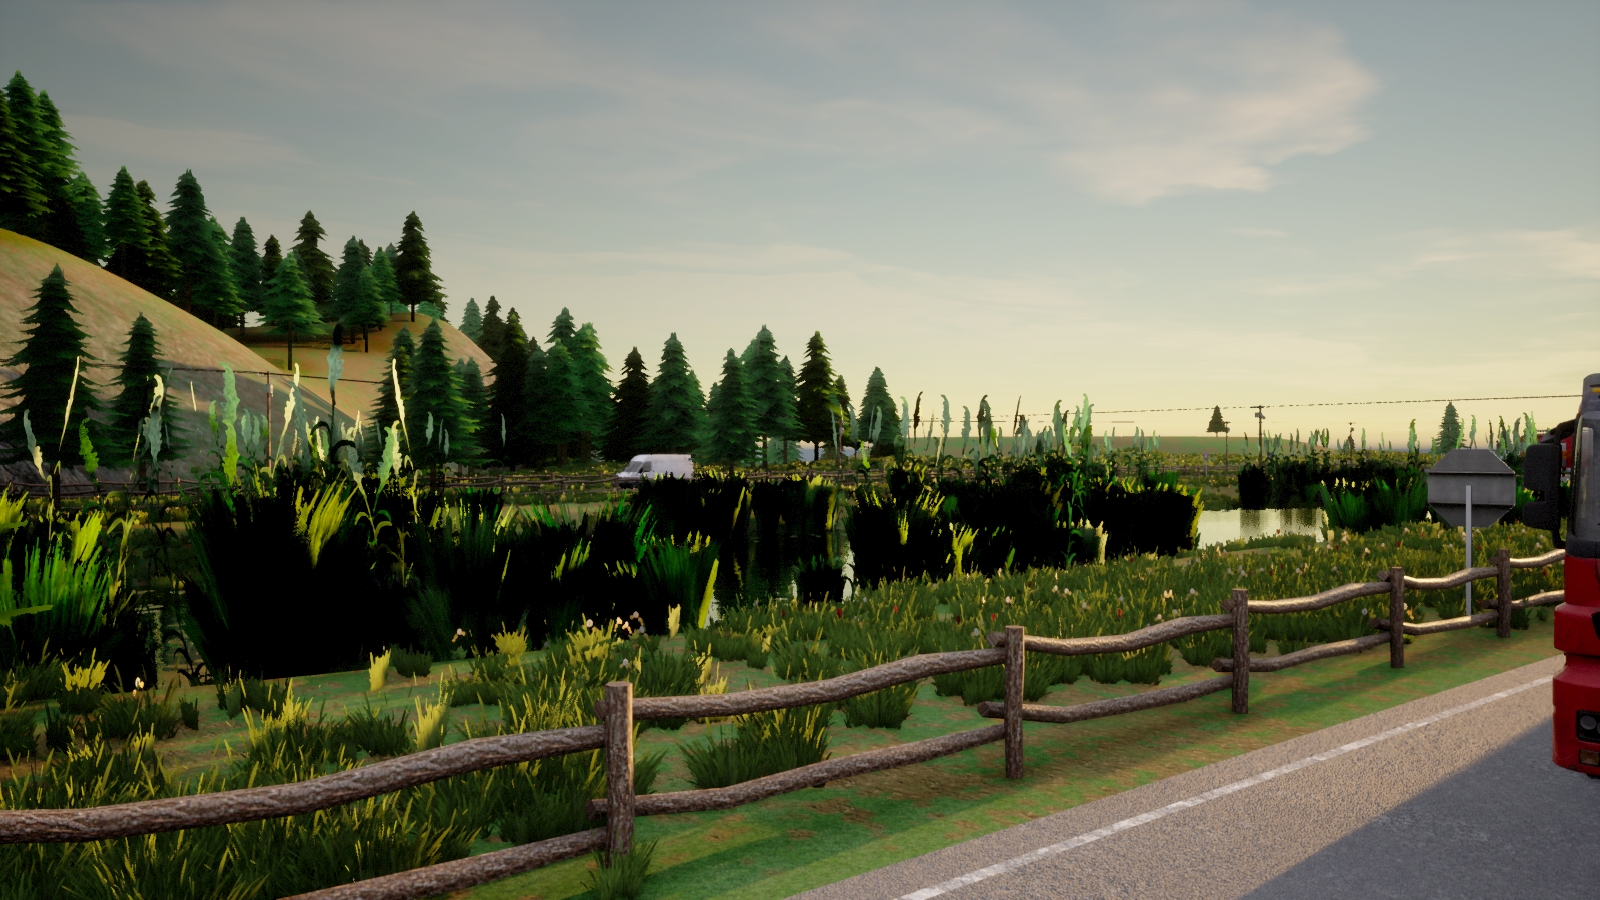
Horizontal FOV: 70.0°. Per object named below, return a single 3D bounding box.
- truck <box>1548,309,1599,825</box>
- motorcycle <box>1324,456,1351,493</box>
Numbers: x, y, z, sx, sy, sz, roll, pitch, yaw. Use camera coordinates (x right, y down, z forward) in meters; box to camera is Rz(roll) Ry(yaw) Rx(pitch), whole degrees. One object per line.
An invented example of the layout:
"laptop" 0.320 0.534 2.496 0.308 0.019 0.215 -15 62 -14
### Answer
"truck" 9.532 0.862 10.955 2.891 3.827 8.468 0 0 40
"motorcycle" 35.027 1.577 74.469 2.033 2.348 0.803 0 0 -39
